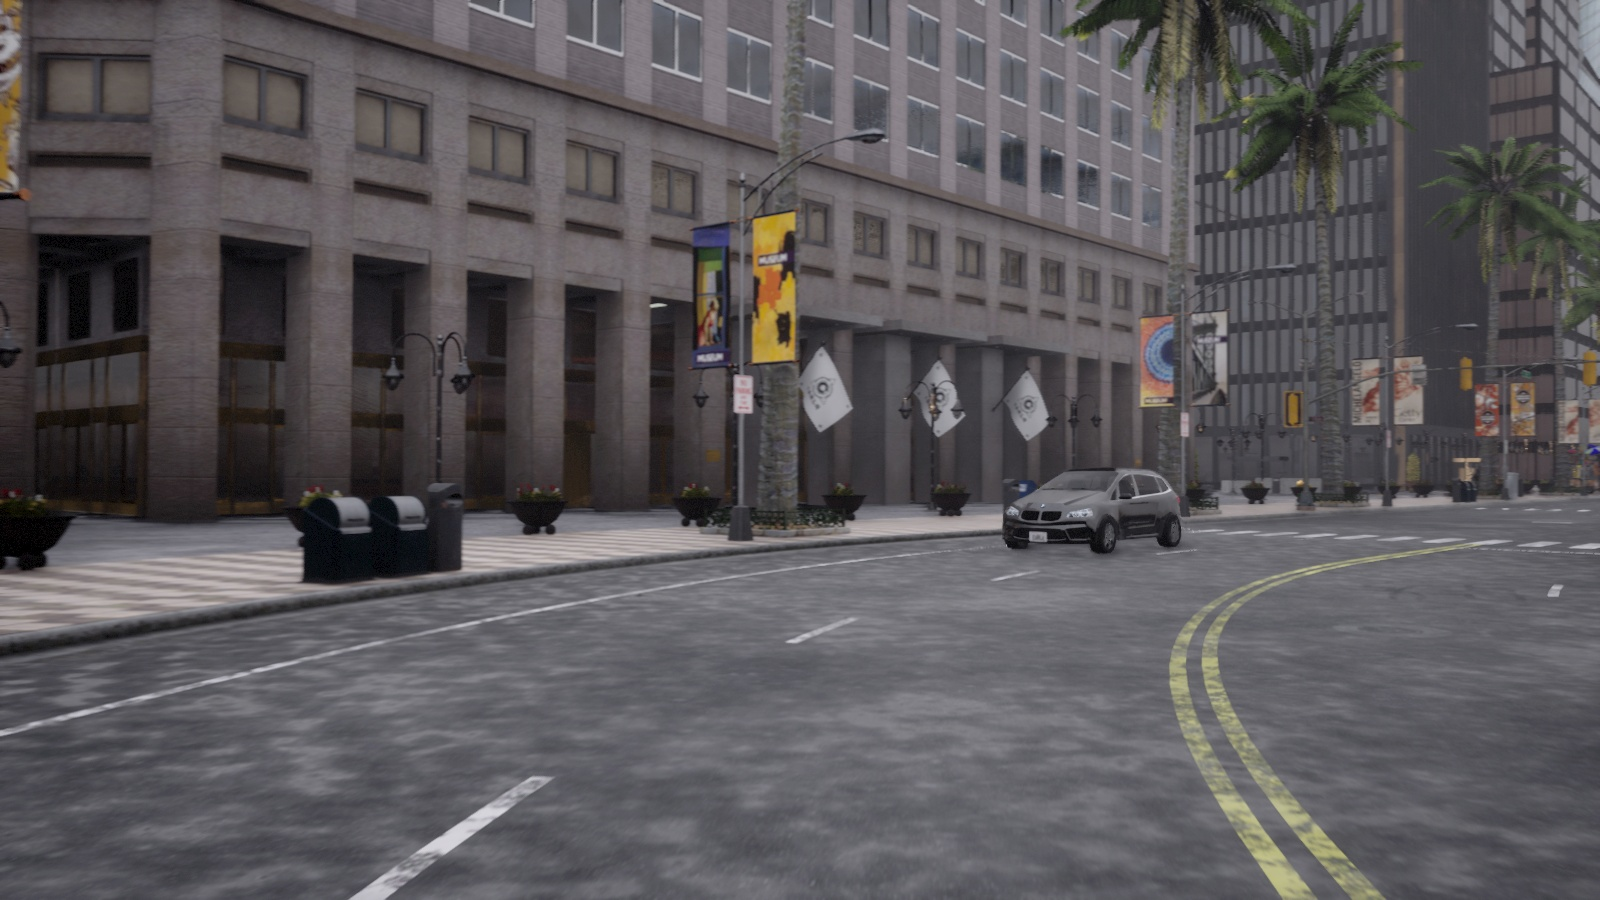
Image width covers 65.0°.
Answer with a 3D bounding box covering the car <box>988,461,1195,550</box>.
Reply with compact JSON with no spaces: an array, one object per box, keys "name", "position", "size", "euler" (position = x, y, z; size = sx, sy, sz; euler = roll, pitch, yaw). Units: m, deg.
[{"name":"car","position":[6.108,1.081,25.961],"size":[2.242,1.667,4.611],"euler":[-1,-1,41]}]
